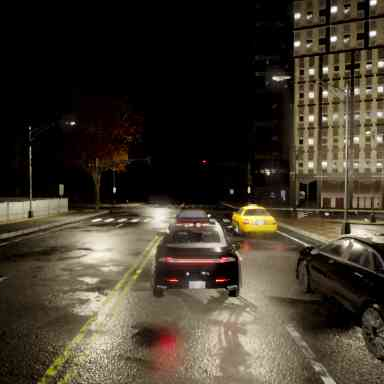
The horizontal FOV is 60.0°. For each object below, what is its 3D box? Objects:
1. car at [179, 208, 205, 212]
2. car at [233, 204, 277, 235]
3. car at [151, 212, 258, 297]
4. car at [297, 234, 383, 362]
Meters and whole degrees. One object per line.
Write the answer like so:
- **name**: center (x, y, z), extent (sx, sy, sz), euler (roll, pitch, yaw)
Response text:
- **car**: center (0.002, 1.544, 17.549), extent (2.033, 1.411, 5.357), euler (0, 0, 0)
- **car**: center (3.322, 1.453, 18.569), extent (1.801, 1.575, 5.366), euler (0, 0, 0)
- **car**: center (0.078, 1.489, 8.526), extent (2.128, 1.511, 4.902), euler (0, 0, 0)
- **car**: center (3.349, 1.490, 5.855), extent (2.128, 1.511, 4.902), euler (0, 0, 0)
